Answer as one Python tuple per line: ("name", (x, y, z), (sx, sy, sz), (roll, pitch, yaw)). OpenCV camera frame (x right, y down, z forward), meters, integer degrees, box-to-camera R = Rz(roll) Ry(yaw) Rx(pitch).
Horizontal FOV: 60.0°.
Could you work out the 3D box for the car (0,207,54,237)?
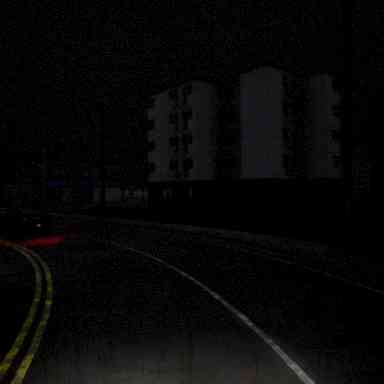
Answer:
("car", (-9.649, 1.594, 19.099), (1.882, 1.535, 5.008), (-1, 0, -43))
